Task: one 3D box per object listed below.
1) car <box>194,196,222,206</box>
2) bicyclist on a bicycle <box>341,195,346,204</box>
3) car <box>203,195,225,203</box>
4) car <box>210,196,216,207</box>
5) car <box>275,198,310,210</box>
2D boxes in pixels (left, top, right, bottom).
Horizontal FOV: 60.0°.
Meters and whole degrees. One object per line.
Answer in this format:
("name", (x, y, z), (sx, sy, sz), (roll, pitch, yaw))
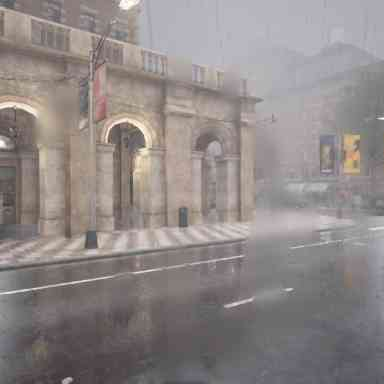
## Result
("car", (2.704, 1.492, 55.950), (2.128, 1.511, 4.902), (0, 0, -36))
("bicyclist on a bicycle", (26.016, 1.300, 56.959), (1.656, 1.620, 0.582), (0, 0, -36))
("car", (4.709, 1.518, 72.949), (2.128, 1.511, 4.902), (0, 0, -36))
("car", (1.428, 1.595, 46.360), (1.895, 1.301, 4.718), (0, 0, -36))
("car", (12.573, 1.505, 42.306), (1.837, 1.490, 4.892), (0, 0, -36))
